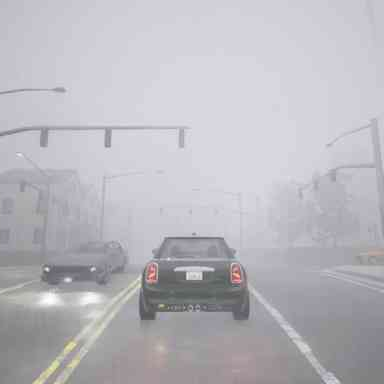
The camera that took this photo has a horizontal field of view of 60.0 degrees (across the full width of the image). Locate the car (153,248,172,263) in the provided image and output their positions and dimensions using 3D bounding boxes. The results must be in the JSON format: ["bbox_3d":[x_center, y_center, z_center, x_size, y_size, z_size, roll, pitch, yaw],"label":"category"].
[{"bbox_3d":[-3.711,8.179,42.802,2.097,1.767,4.553,0,-11,0],"label":"car"}]

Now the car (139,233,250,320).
[{"bbox_3d":[0.049,1.805,8.216,2.097,1.767,4.553,0,-7,0],"label":"car"}]

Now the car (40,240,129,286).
[{"bbox_3d":[-3.625,2.498,12.415,2.033,1.411,5.357,0,-7,0],"label":"car"}]

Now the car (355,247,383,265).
[{"bbox_3d":[16.425,5.358,28.074,5.008,1.535,1.882,0,-11,1],"label":"car"}]
